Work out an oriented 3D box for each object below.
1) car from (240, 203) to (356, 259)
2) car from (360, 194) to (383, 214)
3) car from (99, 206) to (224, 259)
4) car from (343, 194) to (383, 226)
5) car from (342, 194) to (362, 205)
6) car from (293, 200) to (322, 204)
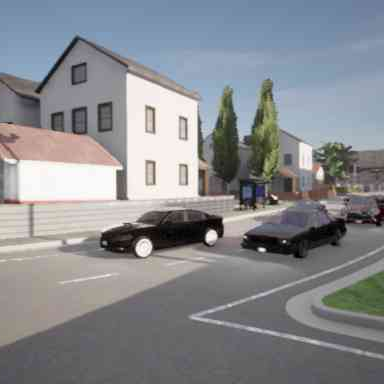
[{"bbox_3d":[3.979,1.369,12.251,2.033,1.411,5.357,0,1,43],"label":"car"},{"bbox_3d":[16.413,1.031,29.691,2.128,1.511,4.902,0,1,32],"label":"car"},{"bbox_3d":[-0.945,1.322,12.291,5.008,1.535,1.882,-1,1,-43],"label":"car"},{"bbox_3d":[10.527,1.039,20.441,2.097,1.767,4.553,0,1,33],"label":"car"},{"bbox_3d":[21.030,0.945,43.595,1.895,1.301,4.718,0,1,32],"label":"car"},{"bbox_3d":[7.734,1.221,22.525,2.033,1.411,5.357,0,1,33],"label":"car"}]
